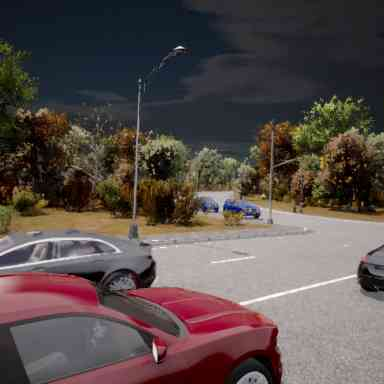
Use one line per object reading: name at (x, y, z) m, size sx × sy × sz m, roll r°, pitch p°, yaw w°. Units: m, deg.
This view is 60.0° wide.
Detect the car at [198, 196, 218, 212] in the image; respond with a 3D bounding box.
car at (1.942, 1.696, 46.767) m, size 2.150 × 2.045 × 5.566 m, roll 3°, pitch 1°, yaw -18°

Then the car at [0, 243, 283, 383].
car at (-1.334, 1.479, 2.794) m, size 5.008 × 1.535 × 1.882 m, roll 0°, pitch 0°, yaw -36°

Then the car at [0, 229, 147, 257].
car at (-2.984, 1.493, 6.166) m, size 4.902 × 1.511 × 2.128 m, roll 0°, pitch 0°, yaw -36°

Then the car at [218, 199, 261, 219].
car at (5.447, 1.849, 37.170) m, size 2.150 × 2.045 × 5.566 m, roll 3°, pitch -1°, yaw -22°

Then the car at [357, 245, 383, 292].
car at (5.815, 1.666, 7.949) m, size 4.181 × 1.385 × 1.994 m, roll 1°, pitch -1°, yaw -35°
